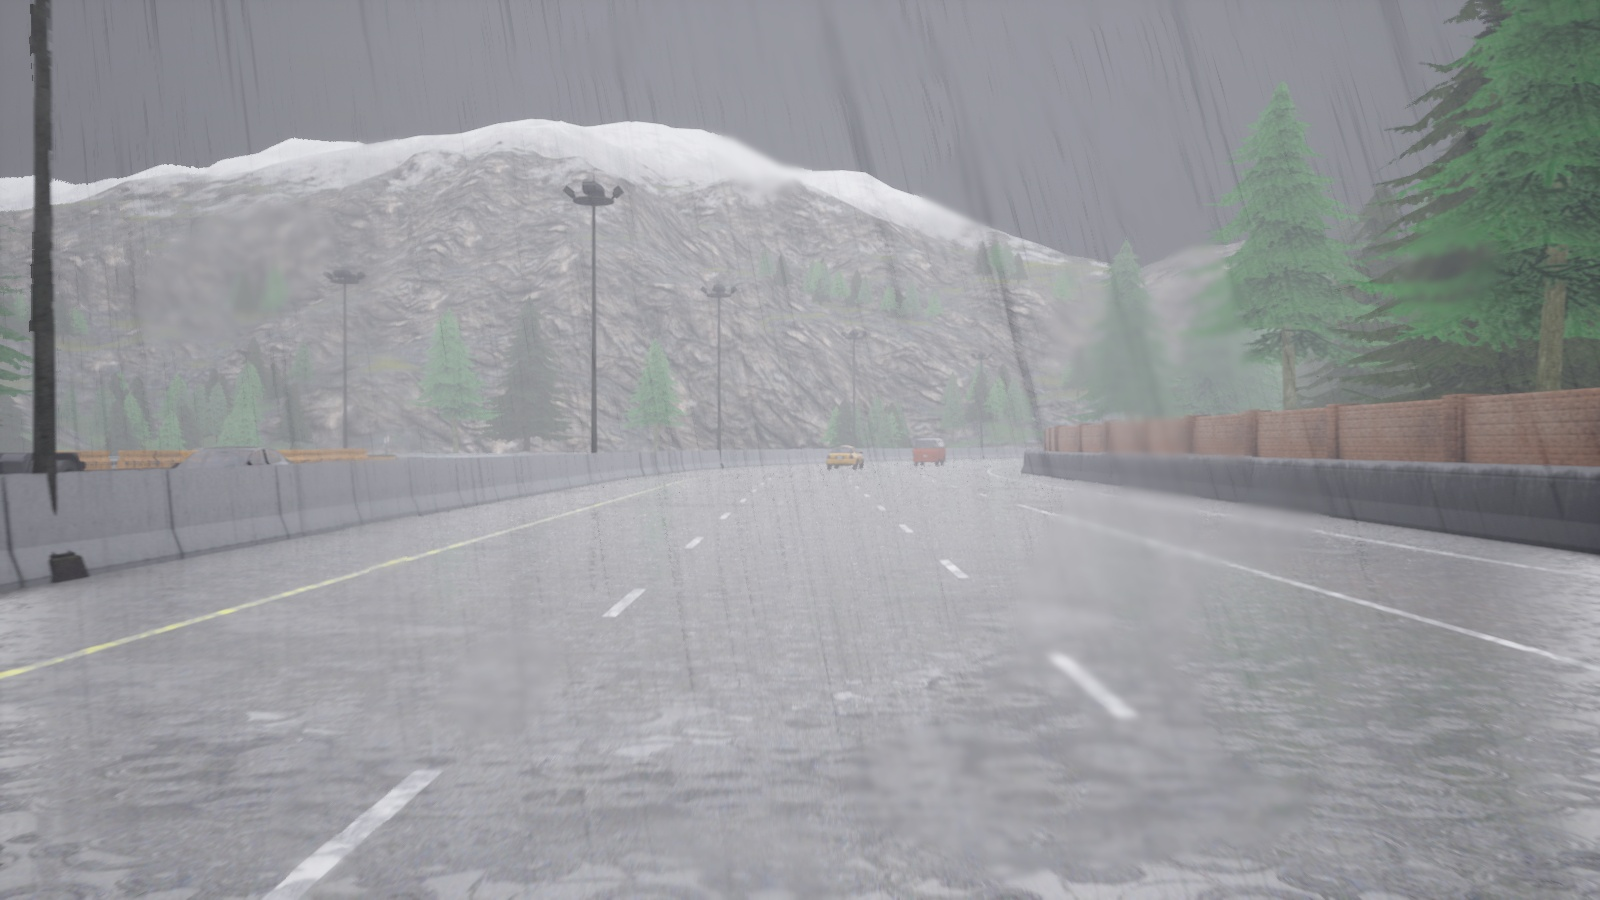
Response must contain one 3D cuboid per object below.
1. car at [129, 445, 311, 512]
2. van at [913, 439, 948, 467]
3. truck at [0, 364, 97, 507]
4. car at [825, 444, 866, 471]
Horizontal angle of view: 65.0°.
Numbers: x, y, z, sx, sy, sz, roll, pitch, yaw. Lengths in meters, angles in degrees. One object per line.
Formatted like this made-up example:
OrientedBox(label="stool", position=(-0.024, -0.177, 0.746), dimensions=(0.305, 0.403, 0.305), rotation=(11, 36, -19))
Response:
OrientedBox(label="car", position=(-13.812, 0.632, 30.272), dimensions=(2.163, 1.488, 4.792), rotation=(0, 0, 0))
OrientedBox(label="van", position=(9.345, 0.200, 89.696), dimensions=(1.775, 1.987, 4.442), rotation=(0, 0, 16))
OrientedBox(label="truck", position=(-20.838, -0.357, 30.596), dimensions=(2.891, 3.462, 7.936), rotation=(0, 0, 1))
OrientedBox(label="car", position=(2.837, 0.424, 77.201), dimensions=(1.801, 1.575, 5.366), rotation=(0, 0, 10))
